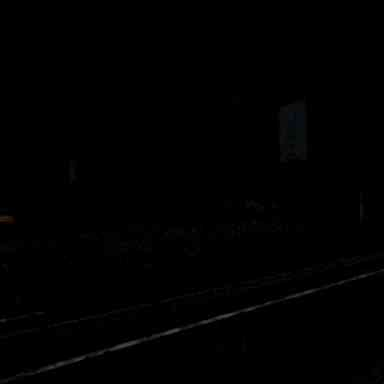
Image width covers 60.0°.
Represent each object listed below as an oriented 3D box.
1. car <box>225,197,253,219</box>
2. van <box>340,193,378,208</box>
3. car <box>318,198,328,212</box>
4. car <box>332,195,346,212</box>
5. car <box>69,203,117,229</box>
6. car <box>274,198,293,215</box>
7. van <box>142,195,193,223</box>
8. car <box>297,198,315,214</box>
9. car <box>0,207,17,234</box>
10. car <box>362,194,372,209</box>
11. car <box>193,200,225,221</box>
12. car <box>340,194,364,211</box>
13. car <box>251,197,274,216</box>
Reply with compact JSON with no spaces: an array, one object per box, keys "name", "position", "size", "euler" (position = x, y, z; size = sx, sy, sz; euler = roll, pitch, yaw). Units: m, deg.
[{"name":"car","position":[2.412,1.401,28.356],"size":[2.097,1.535,5.008],"euler":[0,0,-35]},{"name":"van","position":[20.573,1.082,41.125],"size":[1.878,1.987,4.442],"euler":[0,0,-35]},{"name":"car","position":[11.462,1.353,34.786],"size":[2.231,1.521,4.892],"euler":[0,0,-35]},{"name":"car","position":[13.703,1.370,36.422],"size":[2.163,1.488,4.792],"euler":[0,0,-35]},{"name":"car","position":[-6.623,1.483,21.905],"size":[2.163,1.488,4.792],"euler":[0,0,-35]},{"name":"car","position":[6.915,1.251,31.601],"size":[2.185,1.767,4.553],"euler":[0,0,-35]},{"name":"van","position":[-2.185,1.201,25.238],"size":[1.878,1.987,4.442],"euler":[0,0,-35]},{"name":"car","position":[9.193,1.364,33.188],"size":[2.097,1.535,5.008],"euler":[0,0,-35]},{"name":"car","position":[-11.058,1.476,18.561],"size":[1.946,1.575,5.366],"euler":[0,0,-35]},{"name":"car","position":[18.228,1.348,39.638],"size":[2.163,1.488,4.792],"euler":[0,0,-35]},{"name":"car","position":[0.147,1.454,26.748],"size":[2.002,1.452,4.674],"euler":[0,0,-35]},{"name":"car","position":[16.089,1.327,37.854],"size":[1.946,1.575,5.366],"euler":[0,0,-35]},{"name":"car","position":[4.673,1.429,29.966],"size":[2.002,1.452,4.674],"euler":[0,0,-35]}]
